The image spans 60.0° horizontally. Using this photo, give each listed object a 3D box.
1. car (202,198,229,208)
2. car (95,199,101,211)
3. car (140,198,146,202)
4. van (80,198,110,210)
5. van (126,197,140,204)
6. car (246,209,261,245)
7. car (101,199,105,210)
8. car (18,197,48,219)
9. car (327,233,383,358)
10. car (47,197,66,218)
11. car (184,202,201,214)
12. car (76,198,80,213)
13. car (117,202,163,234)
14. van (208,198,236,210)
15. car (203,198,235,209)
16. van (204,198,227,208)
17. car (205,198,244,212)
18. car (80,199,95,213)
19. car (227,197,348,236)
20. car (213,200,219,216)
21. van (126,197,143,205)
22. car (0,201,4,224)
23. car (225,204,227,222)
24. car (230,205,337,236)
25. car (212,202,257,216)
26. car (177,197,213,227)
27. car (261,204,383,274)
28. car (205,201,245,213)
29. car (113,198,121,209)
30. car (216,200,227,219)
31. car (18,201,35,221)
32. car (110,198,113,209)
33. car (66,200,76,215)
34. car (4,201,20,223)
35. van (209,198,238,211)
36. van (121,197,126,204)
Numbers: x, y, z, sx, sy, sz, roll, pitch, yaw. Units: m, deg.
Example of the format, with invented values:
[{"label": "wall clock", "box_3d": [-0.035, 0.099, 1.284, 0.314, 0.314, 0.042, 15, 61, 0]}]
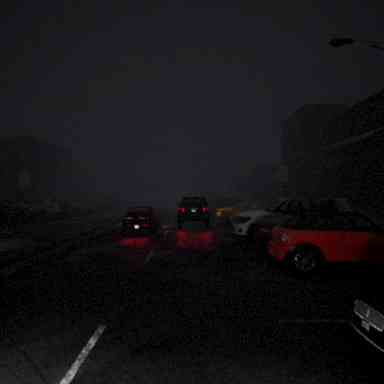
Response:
[{"label": "car", "box_3d": [4.786, 2.165, 68.406, 5.566, 2.045, 2.435, 0, -1, 0]}, {"label": "car", "box_3d": [-15.969, 2.049, 46.187, 5.366, 1.575, 1.946, 0, -1, 0]}, {"label": "car", "box_3d": [-15.829, 2.410, 87.551, 5.566, 2.045, 2.435, 0, -1, 0]}, {"label": "van", "box_3d": [-15.677, 1.927, 51.706, 4.442, 1.987, 1.878, 0, -1, 0]}, {"label": "van", "box_3d": [-15.731, 2.364, 82.040, 4.442, 1.987, 1.878, 0, -1, 0]}, {"label": "car", "box_3d": [4.710, 1.542, 12.843, 4.674, 1.452, 2.002, 0, 0, 0]}, {"label": "car", "box_3d": [-15.786, 2.144, 48.942, 4.674, 1.452, 2.002, 0, -1, 0]}, {"label": "car", "box_3d": [-15.785, 1.598, 29.647, 4.553, 1.767, 2.185, 0, -1, 0]}, {"label": "car", "box_3d": [4.717, 1.484, 4.385, 4.892, 1.521, 2.231, 0, 0, 0]}, {"label": "car", "box_3d": [-15.787, 1.528, 32.404, 5.566, 2.045, 2.435, 0, -1, 0]}, {"label": "car", "box_3d": [0.106, 2.052, 42.908, 2.033, 1.411, 5.357, 0, -1, 0]}, {"label": "car", "box_3d": [-15.738, 1.765, 37.915, 4.553, 1.767, 2.185, 0, -1, 0]}, {"label": "car", "box_3d": [-2.897, 1.583, 19.833, 1.837, 1.490, 4.892, 0, -1, 0]}, {"label": "van", "box_3d": [4.840, 1.972, 54.388, 4.442, 1.987, 1.878, 0, -1, 0]}, {"label": "car", "box_3d": [4.762, 2.041, 60.070, 5.566, 2.045, 2.435, 0, -1, 0]}, {"label": "van", "box_3d": [4.632, 2.151, 65.629, 4.442, 1.987, 1.878, 0, -1, 0]}, {"label": "car", "box_3d": [4.687, 1.847, 48.836, 5.566, 2.045, 2.435, 0, -1, 0]}, {"label": "car", "box_3d": [-15.964, 1.996, 43.427, 5.366, 1.575, 1.946, 0, -1, 0]}, {"label": "car", "box_3d": [4.684, 1.267, 15.620, 5.566, 2.045, 2.435, 0, -1, 0]}, {"label": "car", "box_3d": [4.719, 1.764, 32.153, 5.008, 1.535, 2.097, 0, -1, 0]}, {"label": "van", "box_3d": [-15.983, 2.524, 93.187, 4.442, 1.987, 1.878, 0, -1, 0]}, {"label": "car", "box_3d": [-15.711, 1.339, 21.382, 5.566, 2.045, 2.435, 0, -1, 0]}, {"label": "car", "box_3d": [4.710, 1.614, 21.169, 4.674, 1.452, 2.002, 0, -1, 0]}, {"label": "car", "box_3d": [4.898, 1.540, 18.397, 5.366, 1.575, 1.946, 0, -1, 0]}, {"label": "car", "box_3d": [4.744, 1.911, 37.835, 4.792, 1.488, 2.163, 0, -1, 0]}, {"label": "car", "box_3d": [0.104, 1.358, 24.239, 2.150, 2.045, 5.566, 0, -1, 0]}, {"label": "car", "box_3d": [4.680, 1.366, 10.066, 4.553, 1.767, 2.185, 0, 0, 0]}, {"label": "car", "box_3d": [4.531, 2.043, 46.049, 5.366, 1.575, 1.946, 0, -1, 0]}, {"label": "car", "box_3d": [-15.775, 1.996, 57.222, 5.566, 2.045, 2.435, 0, -1, 0]}, {"label": "car", "box_3d": [4.899, 1.654, 26.598, 5.366, 1.575, 1.946, 0, -1, 0]}, {"label": "car", "box_3d": [-15.778, 1.704, 26.887, 4.792, 1.488, 2.163, 0, -1, 0]}, {"label": "car", "box_3d": [-15.829, 2.075, 54.461, 4.553, 1.767, 2.185, 0, -1, 0]}, {"label": "car", "box_3d": [-15.735, 1.583, 35.161, 5.566, 2.045, 2.435, 0, -1, 0]}, {"label": "car", "box_3d": [-15.739, 1.627, 24.136, 5.008, 1.535, 2.097, 0, -1, 0]}, {"label": "van", "box_3d": [4.835, 1.925, 51.735, 4.442, 1.987, 1.878, 0, -1, 0]}, {"label": "van", "box_3d": [-15.935, 2.150, 65.496, 4.442, 1.987, 1.878, 0, -1, 0]}]
